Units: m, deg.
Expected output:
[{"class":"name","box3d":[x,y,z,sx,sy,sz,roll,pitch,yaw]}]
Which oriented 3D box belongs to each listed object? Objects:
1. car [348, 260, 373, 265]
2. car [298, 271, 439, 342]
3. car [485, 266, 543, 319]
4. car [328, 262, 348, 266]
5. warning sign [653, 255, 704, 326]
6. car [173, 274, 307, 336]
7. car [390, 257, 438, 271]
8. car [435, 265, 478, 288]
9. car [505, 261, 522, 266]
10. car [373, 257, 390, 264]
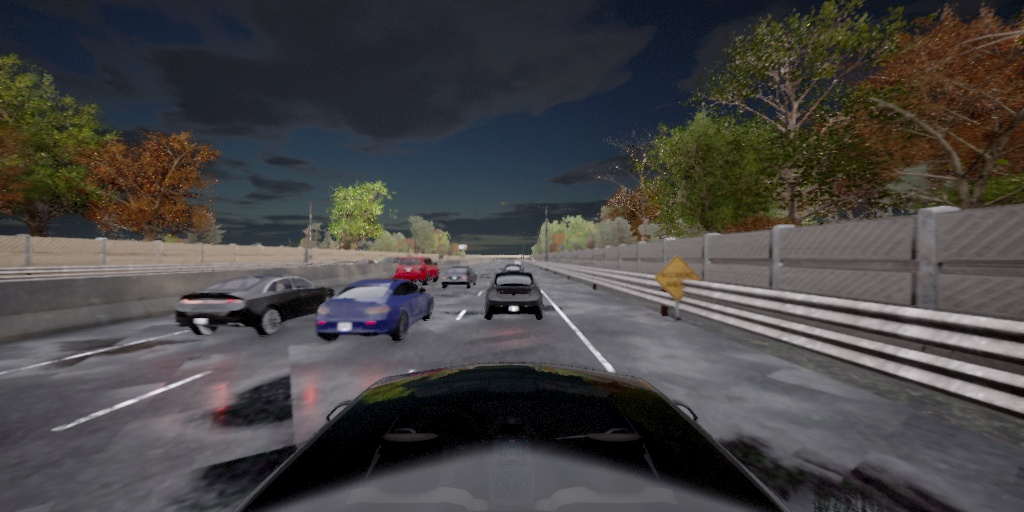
[{"class":"car","box3d":[-21.062,1.298,51.281,2.097,1.767,4.553,0,0,0]},{"class":"car","box3d":[-3.454,1.301,9.750,1.812,1.442,4.674,0,0,0]},{"class":"car","box3d":[0.069,1.293,13.017,1.837,1.490,4.892,0,0,0]},{"class":"car","box3d":[-24.561,1.545,50.795,1.895,1.301,4.718,0,0,0]},{"class":"warning sign","box3d":[4.549,0.891,9.890,1.300,1.860,1.060,0,0,0]},{"class":"car","box3d":[-6.946,1.267,10.452,2.128,1.511,4.902,0,0,0]},{"class":"car","box3d":[-6.939,1.062,26.776,2.150,2.045,5.566,0,0,0]},{"class":"car","box3d":[-3.457,1.375,24.220,2.033,1.411,5.357,0,0,1]},{"class":"car","box3d":[0.074,1.373,28.985,1.812,1.442,4.674,0,0,0]},{"class":"car","box3d":[-17.562,1.169,51.762,2.150,2.045,5.566,0,0,0]}]
